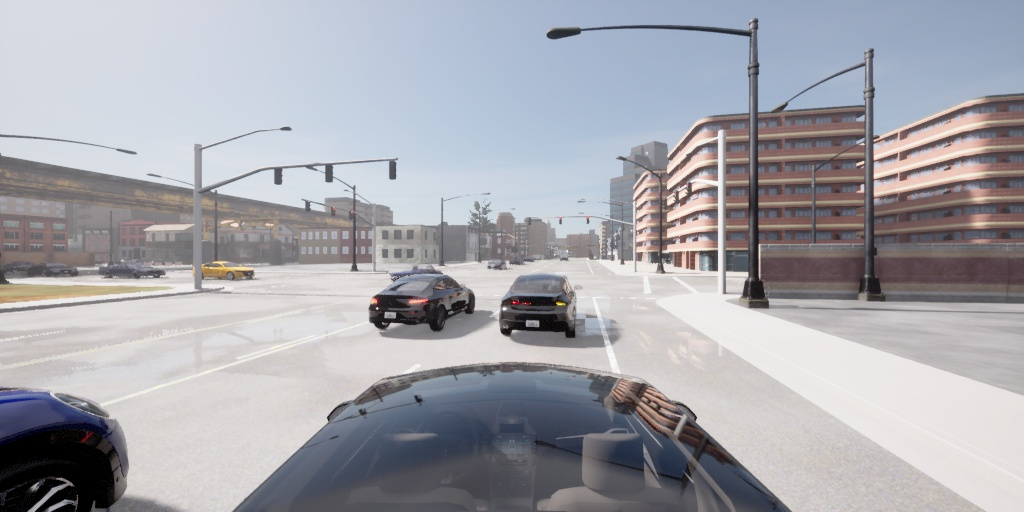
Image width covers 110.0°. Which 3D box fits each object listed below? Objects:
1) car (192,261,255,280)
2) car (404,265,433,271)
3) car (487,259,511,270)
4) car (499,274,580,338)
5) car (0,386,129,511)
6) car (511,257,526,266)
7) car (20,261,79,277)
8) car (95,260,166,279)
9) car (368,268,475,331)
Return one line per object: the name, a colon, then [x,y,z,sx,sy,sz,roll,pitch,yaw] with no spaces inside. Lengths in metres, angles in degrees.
car: [-24.580,1.228,30.627,5.008,1.535,1.882,0,0,10]
car: [-6.823,1.328,25.873,1.895,1.301,4.718,0,0,13]
car: [-2.002,1.103,48.112,2.128,1.511,4.902,0,1,11]
car: [0.914,1.255,10.335,1.837,1.490,4.892,0,0,11]
car: [-4.029,1.102,0.798,2.097,1.767,4.553,0,0,4]
car: [0.721,0.873,62.067,1.882,1.535,5.008,0,1,11]
car: [-43.955,1.314,34.306,4.181,1.385,1.994,0,0,15]
car: [-34.237,1.297,32.266,5.357,1.411,2.033,0,0,9]
car: [-2.531,1.276,10.977,1.812,1.442,4.674,0,0,11]
